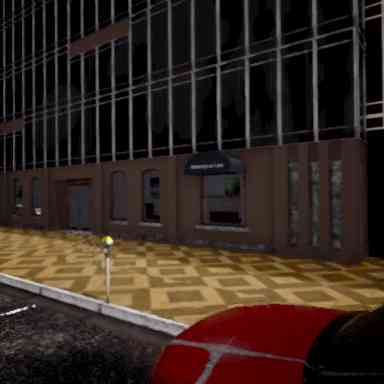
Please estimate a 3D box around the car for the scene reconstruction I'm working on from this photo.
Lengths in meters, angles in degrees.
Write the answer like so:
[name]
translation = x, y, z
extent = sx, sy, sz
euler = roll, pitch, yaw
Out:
[car]
translation = 1.939, 1.309, 1.498
extent = 5.009, 1.841, 2.192
euler = -1, -1, 36
